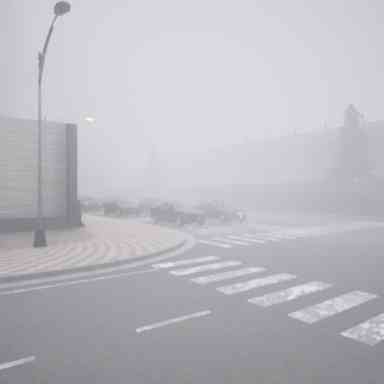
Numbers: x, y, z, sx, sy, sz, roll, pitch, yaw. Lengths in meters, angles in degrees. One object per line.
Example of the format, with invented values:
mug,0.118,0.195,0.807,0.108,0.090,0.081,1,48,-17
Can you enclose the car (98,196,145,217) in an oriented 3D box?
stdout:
car,-6.476,1.399,30.282,1.882,1.535,5.008,0,0,-35

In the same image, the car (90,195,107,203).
car,-18.449,1.427,65.303,1.812,1.442,4.674,0,0,-36

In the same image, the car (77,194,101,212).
car,-11.848,1.274,37.820,2.097,1.767,4.553,0,0,-36

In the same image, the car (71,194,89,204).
car,-21.483,1.260,63.577,2.097,1.767,4.553,0,0,-36

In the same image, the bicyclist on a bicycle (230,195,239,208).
bicyclist on a bicycle,4.955,1.195,39.197,1.656,1.620,0.582,0,0,-36

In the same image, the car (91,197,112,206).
car,-14.879,1.509,54.448,1.895,1.301,4.718,0,0,-36

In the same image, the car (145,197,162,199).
car,-3.444,1.267,32.058,2.097,1.767,4.553,0,0,-36

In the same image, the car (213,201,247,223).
car,1.906,1.406,24.563,2.128,1.511,4.902,0,0,-36

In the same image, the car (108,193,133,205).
car,-12.248,1.123,56.614,2.150,2.045,5.566,0,0,-36

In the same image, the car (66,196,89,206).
car,-18.239,1.406,52.879,2.128,1.511,4.902,0,0,-35

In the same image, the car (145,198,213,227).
car,-1.030,1.399,22.652,1.882,1.535,5.008,0,0,-36

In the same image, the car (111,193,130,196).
car,-9.691,1.266,40.815,2.097,1.767,4.553,0,0,-35
